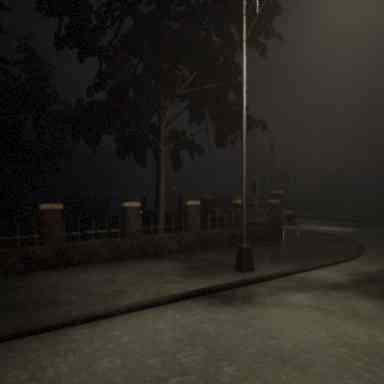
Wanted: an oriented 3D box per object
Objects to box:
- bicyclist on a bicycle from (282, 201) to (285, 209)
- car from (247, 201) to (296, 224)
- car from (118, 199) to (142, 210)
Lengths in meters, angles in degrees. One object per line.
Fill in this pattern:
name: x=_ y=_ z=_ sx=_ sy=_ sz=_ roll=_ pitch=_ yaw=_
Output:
bicyclist on a bicycle: x=8.677 y=1.277 z=33.018 sx=1.656 sy=1.620 sz=0.582 roll=-1 pitch=0 yaw=-36
car: x=5.040 y=1.429 z=23.670 sx=1.882 sy=1.535 sz=5.008 roll=0 pitch=0 yaw=-36
car: x=-7.575 y=1.518 z=41.431 sx=1.994 sy=1.385 sz=4.181 roll=0 pitch=0 yaw=-35
